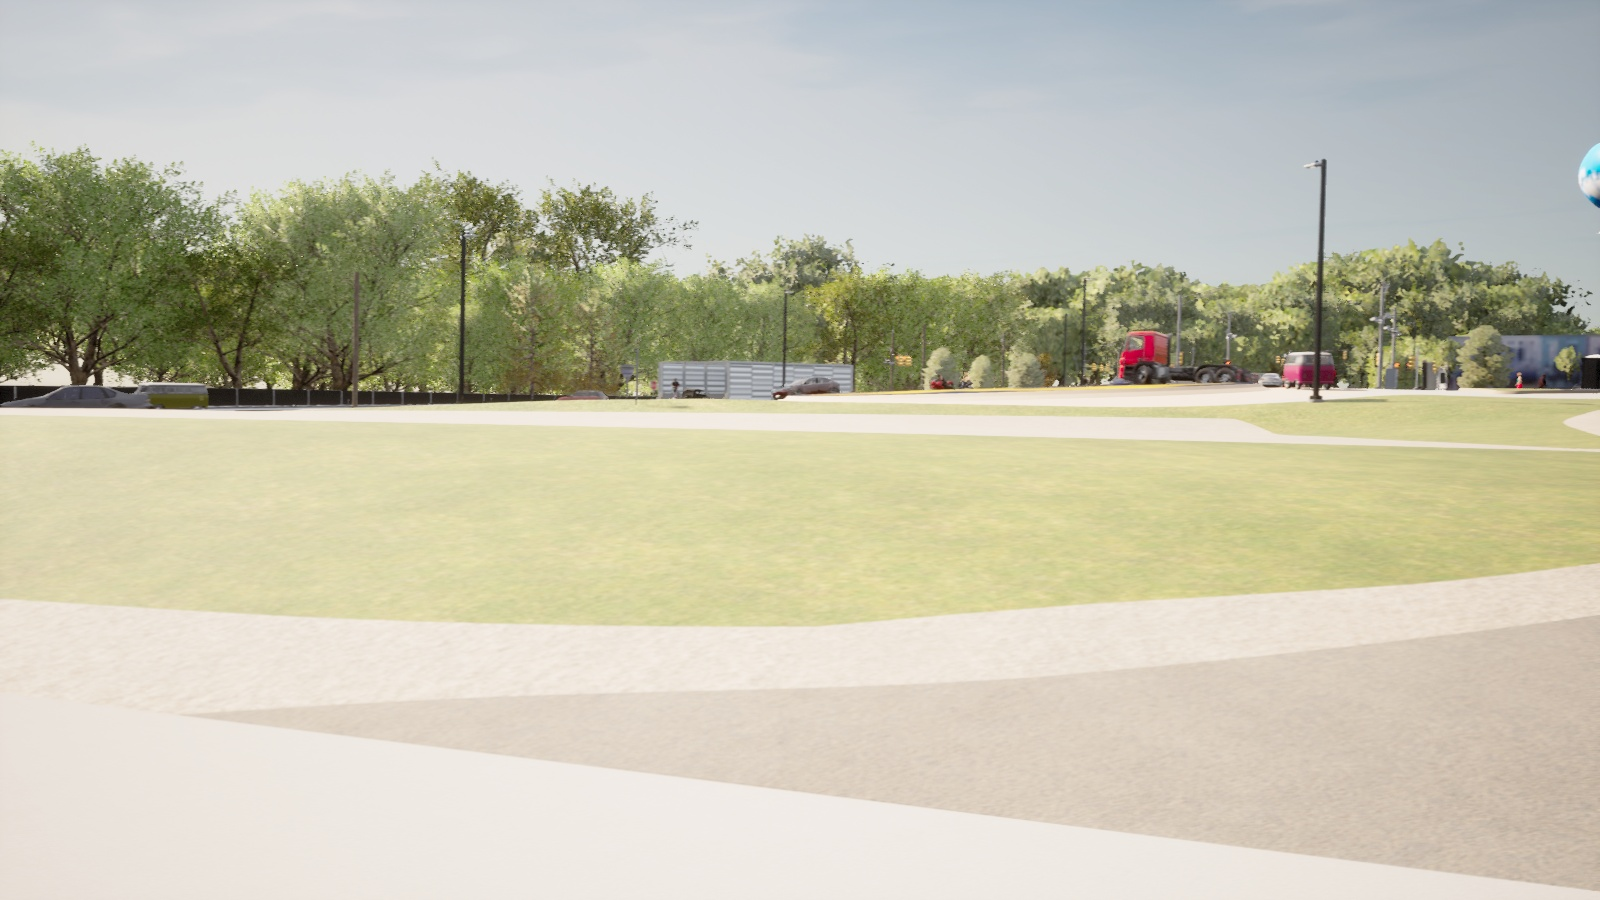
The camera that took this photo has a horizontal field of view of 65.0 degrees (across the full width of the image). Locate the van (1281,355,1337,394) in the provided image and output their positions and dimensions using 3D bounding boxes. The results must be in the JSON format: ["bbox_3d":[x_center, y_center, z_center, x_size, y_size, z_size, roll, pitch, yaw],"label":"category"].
[{"bbox_3d":[27.000,-4.006,66.736,1.775,1.987,4.442,1,4,10],"label":"van"}]

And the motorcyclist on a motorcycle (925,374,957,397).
[{"bbox_3d":[9.854,-4.508,87.689,2.044,1.523,0.797,-4,3,-26],"label":"motorcyclist on a motorcycle"}]

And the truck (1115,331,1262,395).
[{"bbox_3d":[23.971,-5.412,77.675,7.936,3.462,2.891,4,0,36],"label":"truck"}]

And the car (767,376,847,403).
[{"bbox_3d":[0.465,-3.894,80.476,4.792,1.488,2.163,-3,-1,-40],"label":"car"}]

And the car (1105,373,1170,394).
[{"bbox_3d":[25.512,-5.035,94.878,4.792,1.488,2.163,-3,5,-34],"label":"car"}]

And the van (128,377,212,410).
[{"bbox_3d":[-39.614,-3.539,79.032,1.775,1.987,4.442,3,3,33],"label":"van"}]

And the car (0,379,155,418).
[{"bbox_3d":[-28.769,-2.078,50.053,5.357,1.411,2.033,-2,3,-27],"label":"car"}]
